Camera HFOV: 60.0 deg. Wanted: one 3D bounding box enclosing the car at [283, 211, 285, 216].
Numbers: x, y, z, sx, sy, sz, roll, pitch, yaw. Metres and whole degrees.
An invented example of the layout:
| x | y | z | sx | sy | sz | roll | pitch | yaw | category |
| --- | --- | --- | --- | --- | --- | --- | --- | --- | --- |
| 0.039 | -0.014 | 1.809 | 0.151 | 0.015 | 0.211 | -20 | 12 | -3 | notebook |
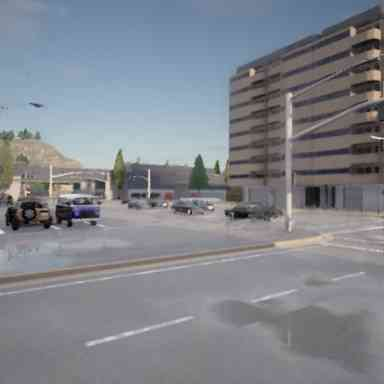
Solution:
| x | y | z | sx | sy | sz | roll | pitch | yaw | category |
| --- | --- | --- | --- | --- | --- | --- | --- | --- | --- |
| 6.414 | 1.741 | 32.346 | 2.033 | 1.411 | 5.357 | 0 | 0 | -35 | car |

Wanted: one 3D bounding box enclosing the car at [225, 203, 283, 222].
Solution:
| x | y | z | sx | sy | sz | roll | pitch | yaw | category |
| --- | --- | --- | --- | --- | --- | --- | --- | --- | --- |
| 5.003 | 1.774 | 28.285 | 1.895 | 1.301 | 4.718 | 0 | 0 | -35 | car |

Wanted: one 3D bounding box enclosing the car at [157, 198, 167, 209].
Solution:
| x | y | z | sx | sy | sz | roll | pitch | yaw | category |
| --- | --- | --- | --- | --- | --- | --- | --- | --- | --- |
| -5.146 | 1.686 | 48.697 | 2.128 | 1.511 | 4.902 | 0 | 0 | -35 | car |

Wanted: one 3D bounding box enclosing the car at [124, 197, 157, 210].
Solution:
| x | y | z | sx | sy | sz | roll | pitch | yaw | category |
| --- | --- | --- | --- | --- | --- | --- | --- | --- | --- |
| -7.096 | 1.700 | 45.385 | 1.812 | 1.442 | 4.674 | 0 | 0 | -35 | car |

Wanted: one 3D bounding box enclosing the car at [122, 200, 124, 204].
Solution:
| x | y | z | sx | sy | sz | roll | pitch | yaw | category |
| --- | --- | --- | --- | --- | --- | --- | --- | --- | --- |
| -11.916 | 1.707 | 64.621 | 2.128 | 1.511 | 4.902 | 0 | 0 | -35 | car |

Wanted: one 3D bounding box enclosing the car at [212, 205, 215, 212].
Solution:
| x | y | z | sx | sy | sz | roll | pitch | yaw | category |
| --- | --- | --- | --- | --- | --- | --- | --- | --- | --- |
| 0.787 | 1.685 | 40.296 | 2.128 | 1.511 | 4.902 | 0 | 0 | -35 | car |

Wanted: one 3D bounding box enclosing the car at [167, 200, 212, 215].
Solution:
| x | y | z | sx | sy | sz | roll | pitch | yaw | category |
| --- | --- | --- | --- | --- | --- | --- | --- | --- | --- |
| -0.382 | 1.679 | 35.888 | 1.837 | 1.490 | 4.892 | 0 | 0 | -35 | car |

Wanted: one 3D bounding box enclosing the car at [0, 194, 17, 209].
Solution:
| x | y | z | sx | sy | sz | roll | pitch | yaw | category |
| --- | --- | --- | --- | --- | --- | --- | --- | --- | --- |
| -29.912 | 1.248 | 53.443 | 1.932 | 1.855 | 4.605 | 0 | 0 | -35 | car |

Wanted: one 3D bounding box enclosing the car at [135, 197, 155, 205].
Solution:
| x | y | z | sx | sy | sz | roll | pitch | yaw | category |
| --- | --- | --- | --- | --- | --- | --- | --- | --- | --- |
| -9.599 | 1.728 | 67.408 | 2.128 | 1.511 | 4.902 | 0 | 0 | -35 | car |
